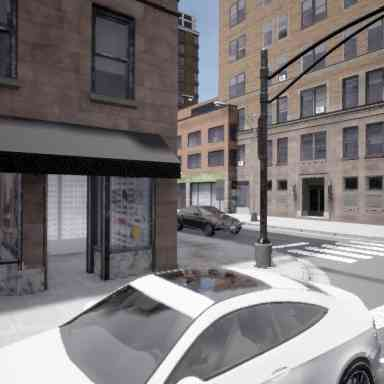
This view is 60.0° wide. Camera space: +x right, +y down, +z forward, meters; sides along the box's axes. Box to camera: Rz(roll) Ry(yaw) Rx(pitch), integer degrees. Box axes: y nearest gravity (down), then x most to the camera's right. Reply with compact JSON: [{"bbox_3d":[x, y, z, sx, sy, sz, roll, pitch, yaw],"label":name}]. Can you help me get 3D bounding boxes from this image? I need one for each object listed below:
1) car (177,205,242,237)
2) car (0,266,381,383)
[{"bbox_3d":[0.651,1.445,17.944,1.812,1.442,4.674,0,0,-34],"label":"car"},{"bbox_3d":[-0.067,1.526,3.025,4.674,1.442,1.812,0,0,-35],"label":"car"}]
